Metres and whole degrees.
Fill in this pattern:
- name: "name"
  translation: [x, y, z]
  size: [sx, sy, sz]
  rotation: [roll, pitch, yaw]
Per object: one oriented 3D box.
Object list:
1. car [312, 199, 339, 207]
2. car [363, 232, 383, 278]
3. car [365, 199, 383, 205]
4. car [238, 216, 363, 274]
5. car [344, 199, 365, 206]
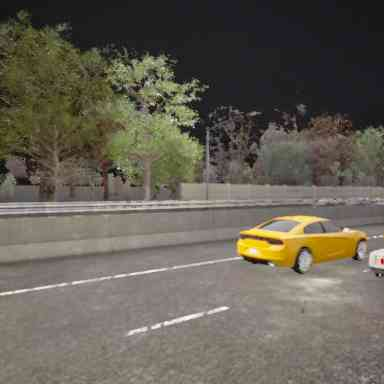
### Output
- name: "car"
  translation: [19.226, 1.695, 47.755]
  size: [4.674, 1.442, 1.812]
  rotation: [0, 0, -36]
- name: "car"
  translation: [6.579, 1.637, 8.465]
  size: [4.718, 1.301, 1.895]
  rotation: [0, 0, -35]
- name: "car"
  translation: [25.169, 1.688, 43.431]
  size: [4.892, 1.490, 1.837]
  rotation: [1, -1, -35]
- name: "car"
  translation: [3.735, 1.509, 10.741]
  size: [5.008, 1.535, 1.882]
  rotation: [0, 0, -35]
- name: "car"
  translation: [23.106, 1.687, 46.256]
  size: [4.892, 1.490, 1.837]
  rotation: [1, -1, -35]
